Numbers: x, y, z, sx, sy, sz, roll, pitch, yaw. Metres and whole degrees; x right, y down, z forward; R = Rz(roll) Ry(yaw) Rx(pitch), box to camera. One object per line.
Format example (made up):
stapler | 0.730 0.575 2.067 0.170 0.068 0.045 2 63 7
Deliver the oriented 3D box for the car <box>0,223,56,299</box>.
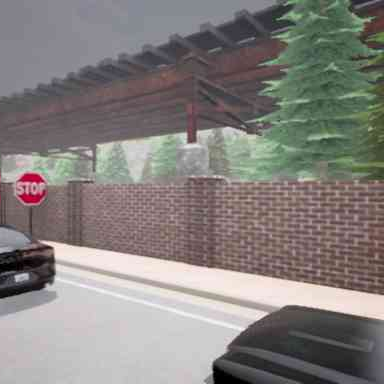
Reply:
car | -5.177 1.431 7.671 5.008 1.535 1.882 0 0 36

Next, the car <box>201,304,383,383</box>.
car | 2.412 1.600 2.225 4.718 1.301 1.895 0 0 36
